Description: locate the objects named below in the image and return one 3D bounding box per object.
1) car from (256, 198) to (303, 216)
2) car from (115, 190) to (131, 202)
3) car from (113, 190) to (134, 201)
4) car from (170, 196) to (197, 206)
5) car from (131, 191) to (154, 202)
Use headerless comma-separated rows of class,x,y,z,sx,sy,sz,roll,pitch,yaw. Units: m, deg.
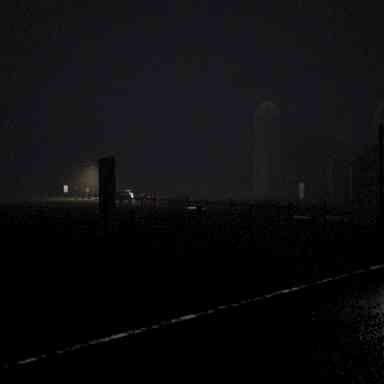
car,8.085,1.344,31.076,1.812,1.442,4.674,-1,1,-36
car,-12.899,0.701,60.331,2.150,2.045,5.566,-1,1,-36
car,-13.645,0.622,66.063,2.150,2.045,5.566,-1,1,-36
car,-1.150,1.231,43.909,1.994,1.385,4.181,-1,1,-35
car,-8.308,0.982,58.711,2.128,1.511,4.902,-1,1,-36
